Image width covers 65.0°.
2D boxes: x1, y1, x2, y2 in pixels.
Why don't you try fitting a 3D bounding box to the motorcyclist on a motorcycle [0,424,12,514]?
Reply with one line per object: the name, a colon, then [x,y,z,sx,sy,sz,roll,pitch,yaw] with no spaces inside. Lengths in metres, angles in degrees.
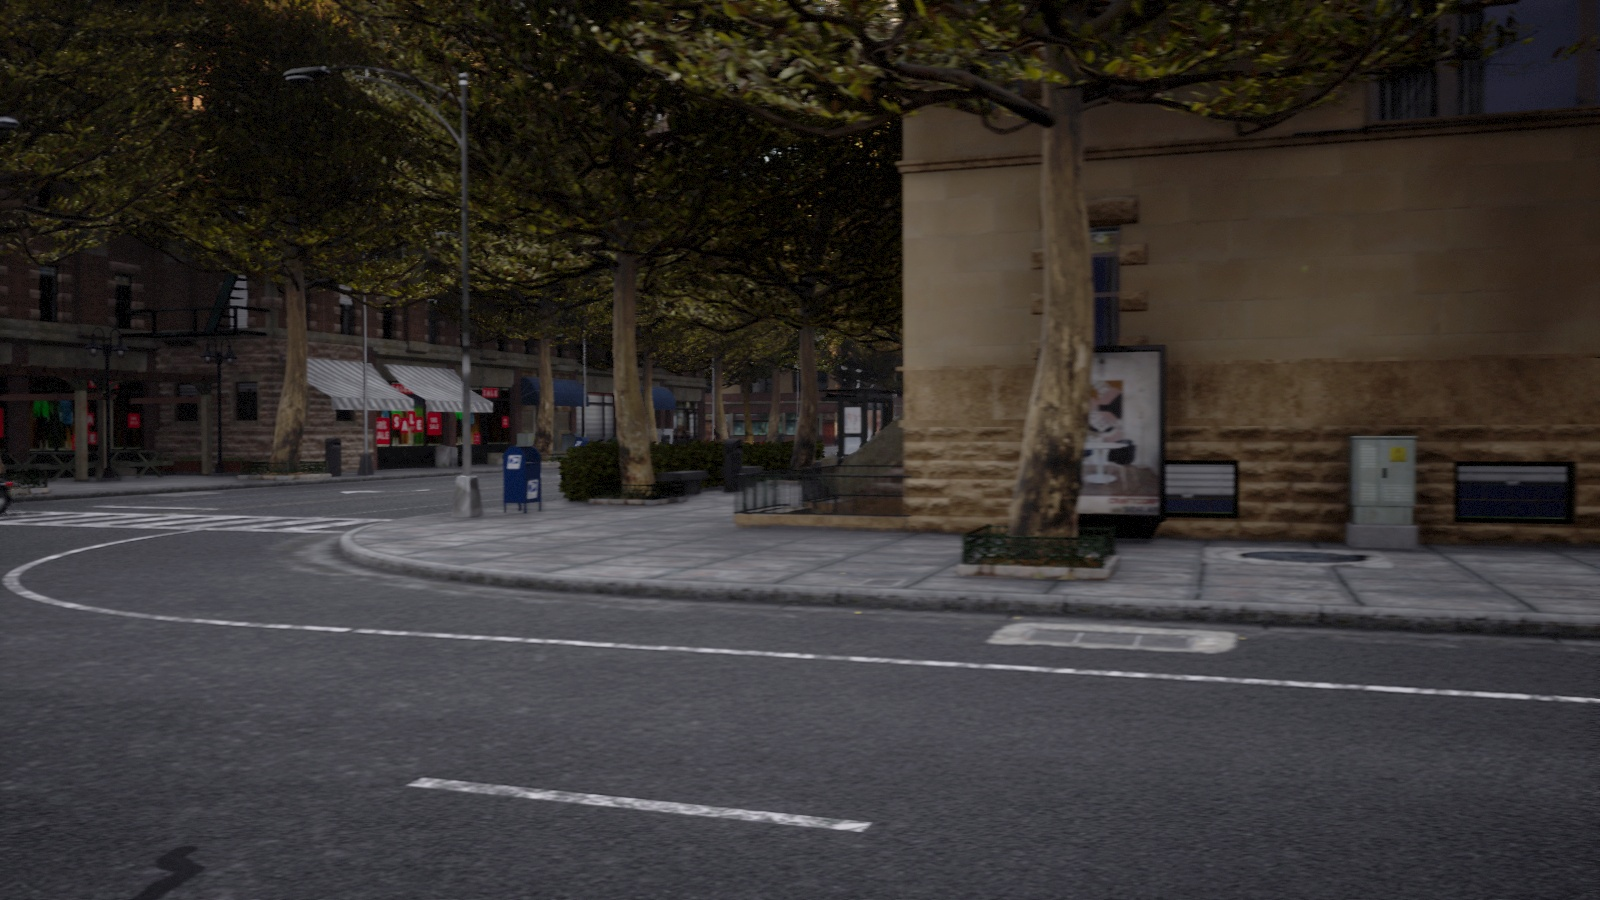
motorcyclist on a motorcycle: [-15.537,0.359,22.448,0.766,1.649,2.350,0,1,32]
